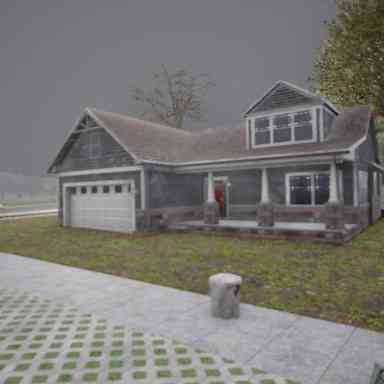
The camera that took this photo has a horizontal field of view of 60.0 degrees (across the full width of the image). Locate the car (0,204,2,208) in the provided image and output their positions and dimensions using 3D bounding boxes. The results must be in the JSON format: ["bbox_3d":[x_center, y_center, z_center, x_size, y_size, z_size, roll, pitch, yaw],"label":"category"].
[{"bbox_3d":[-19.855,1.362,29.634,1.895,1.301,4.718,-1,1,38],"label":"car"}]
